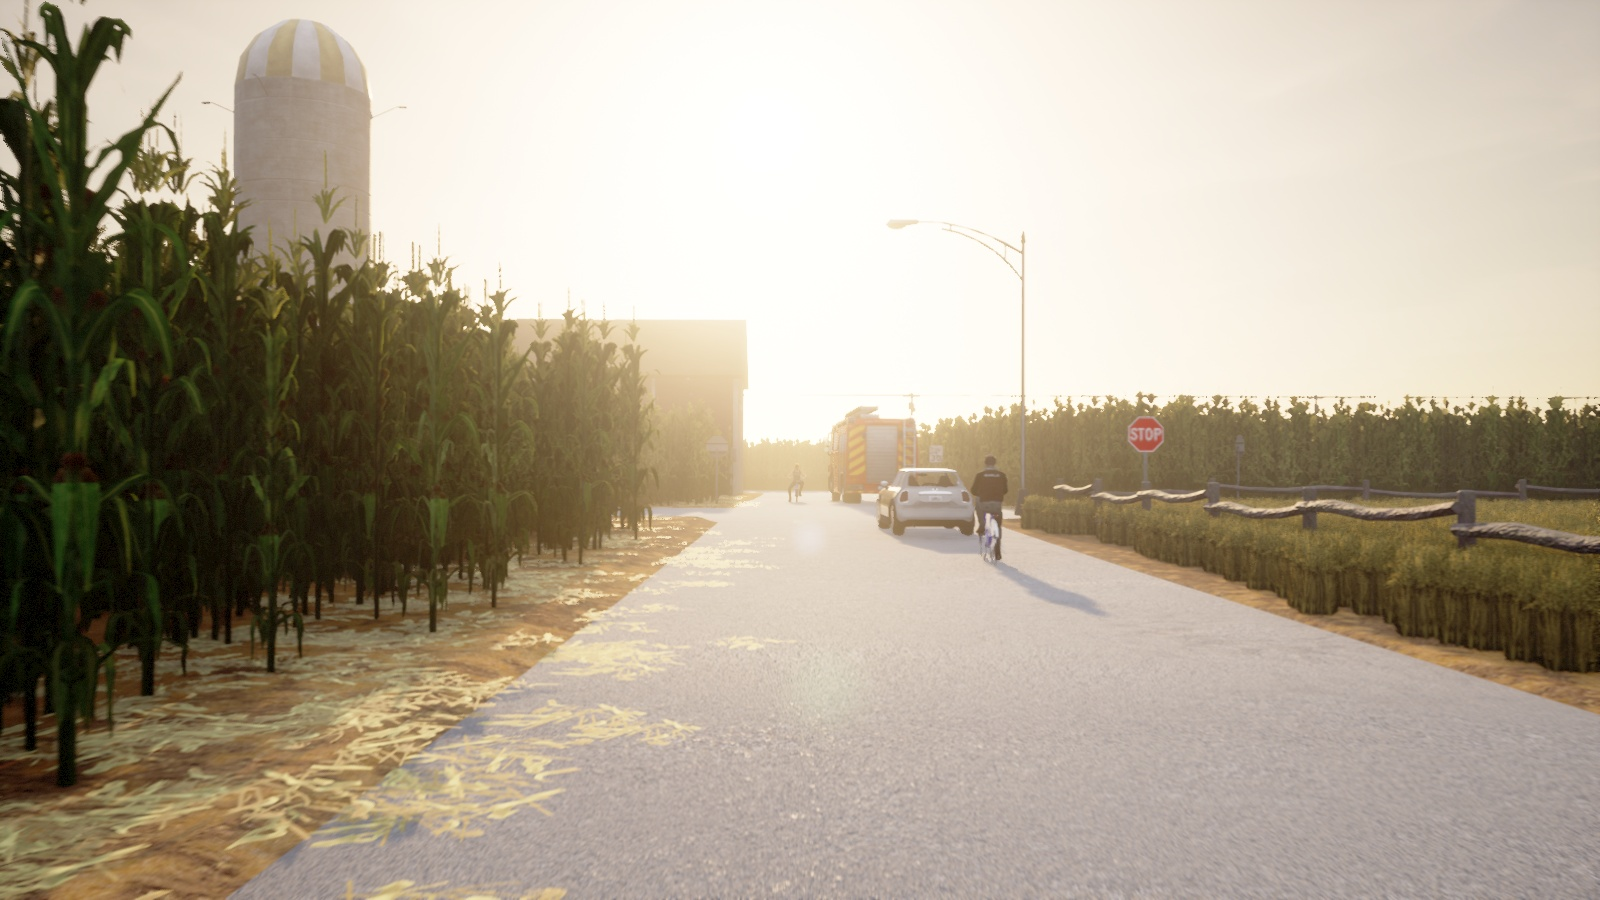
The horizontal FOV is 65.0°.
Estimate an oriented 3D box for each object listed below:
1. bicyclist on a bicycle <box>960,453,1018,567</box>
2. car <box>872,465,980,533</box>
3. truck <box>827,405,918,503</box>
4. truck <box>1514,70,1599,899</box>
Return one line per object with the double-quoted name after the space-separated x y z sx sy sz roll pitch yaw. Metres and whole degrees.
3.049 0.936 20.420 0.659 1.776 1.843 0 0 0 "bicyclist on a bicycle"
2.892 1.096 29.534 1.970 1.475 3.806 0 0 -3 "car"
2.923 0.263 53.220 2.891 3.827 8.468 0 -1 -3 "truck"
2.918 0.323 0.572 2.627 2.467 5.204 0 -1 6 "truck"
